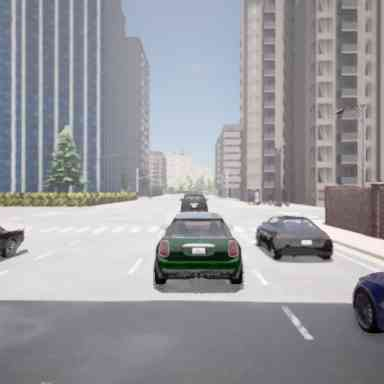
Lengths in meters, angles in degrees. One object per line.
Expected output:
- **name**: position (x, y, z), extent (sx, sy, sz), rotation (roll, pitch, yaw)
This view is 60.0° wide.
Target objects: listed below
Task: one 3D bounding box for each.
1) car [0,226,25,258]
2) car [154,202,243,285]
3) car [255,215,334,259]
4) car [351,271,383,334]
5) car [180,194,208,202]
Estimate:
- **car**: position (-6.991, 1.575, 9.828), extent (1.895, 1.301, 4.718), rotation (0, 0, 1)
- **car**: position (0.155, 1.344, 9.615), extent (2.097, 1.767, 4.553), rotation (0, 0, 0)
- **car**: position (3.651, 1.562, 12.544), extent (1.994, 1.385, 4.181), rotation (0, 0, 1)
- **car**: position (3.648, 1.531, 3.799), extent (1.812, 1.442, 4.674), rotation (0, 0, 0)
- **car**: position (0.170, 1.150, 27.658), extent (2.150, 2.045, 5.566), rotation (0, 0, 0)
